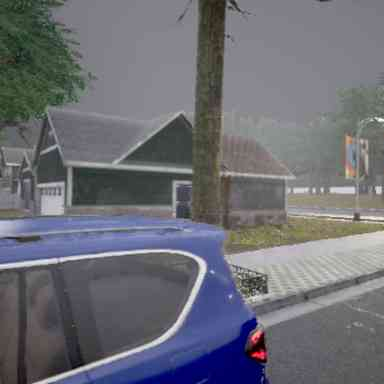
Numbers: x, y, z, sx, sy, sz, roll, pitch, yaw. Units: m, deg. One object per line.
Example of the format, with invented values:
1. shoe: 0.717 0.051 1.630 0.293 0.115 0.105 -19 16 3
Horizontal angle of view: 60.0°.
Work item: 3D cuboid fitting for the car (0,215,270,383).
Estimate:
1. car: -2.020 1.222 1.628 5.566 2.045 2.150 0 0 -35
